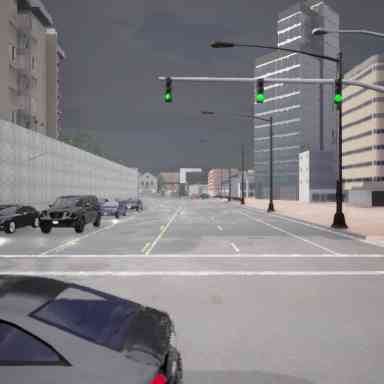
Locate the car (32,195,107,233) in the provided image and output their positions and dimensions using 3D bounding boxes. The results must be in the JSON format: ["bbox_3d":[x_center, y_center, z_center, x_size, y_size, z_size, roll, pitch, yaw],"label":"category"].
[{"bbox_3d":[-7.105,1.221,20.063,2.150,2.045,5.566,0,0,0],"label":"car"}]

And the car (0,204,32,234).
[{"bbox_3d":[-10.608,1.505,19.432,1.837,1.490,4.892,0,0,0],"label":"car"}]

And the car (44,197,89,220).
[{"bbox_3d":[-10.611,1.352,28.499,2.097,1.767,4.553,0,0,0],"label":"car"}]

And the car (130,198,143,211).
[{"bbox_3d":[-7.107,1.491,40.046,2.128,1.511,4.902,0,0,0],"label":"car"}]

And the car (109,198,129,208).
[{"bbox_3d":[-10.576,1.601,48.377,1.895,1.301,4.718,0,0,0],"label":"car"}]

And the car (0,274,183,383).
[{"bbox_3d":[-2.181,1.565,3.135,4.181,1.385,1.994,0,0,0],"label":"car"}]

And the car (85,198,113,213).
[{"bbox_3d":[-10.609,1.505,38.317,1.837,1.490,4.892,0,0,0],"label":"car"}]

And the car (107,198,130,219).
[{"bbox_3d":[-7.111,1.526,29.704,1.812,1.442,4.674,0,0,0],"label":"car"}]
